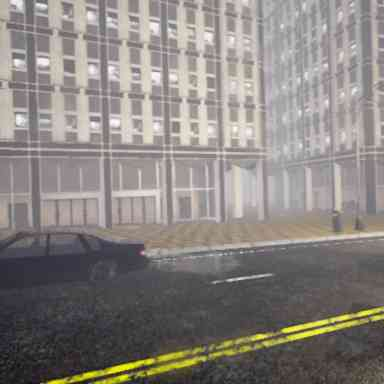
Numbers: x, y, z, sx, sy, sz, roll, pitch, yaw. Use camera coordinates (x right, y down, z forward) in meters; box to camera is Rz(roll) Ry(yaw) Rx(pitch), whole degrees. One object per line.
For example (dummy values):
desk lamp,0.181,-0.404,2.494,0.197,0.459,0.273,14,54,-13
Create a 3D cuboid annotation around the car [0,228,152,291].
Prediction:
car,-3.755,1.635,8.299,5.357,1.411,2.033,-1,0,-25
